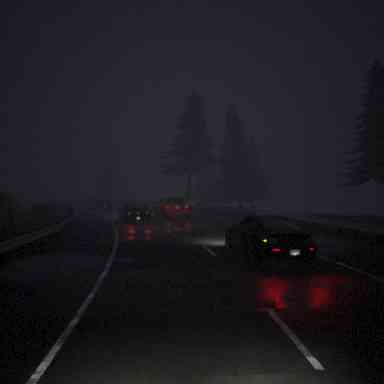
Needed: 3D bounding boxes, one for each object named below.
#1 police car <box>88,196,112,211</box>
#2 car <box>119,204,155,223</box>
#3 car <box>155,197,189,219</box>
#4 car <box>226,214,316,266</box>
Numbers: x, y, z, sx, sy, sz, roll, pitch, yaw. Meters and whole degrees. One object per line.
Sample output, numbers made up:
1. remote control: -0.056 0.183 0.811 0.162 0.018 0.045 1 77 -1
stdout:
1. police car: -11.106 1.299 39.773 1.930 1.638 5.238 0 0 -30
2. car: -4.397 1.513 25.072 1.895 1.301 4.718 0 0 -18
3. car: -1.878 1.244 28.265 2.097 1.767 4.553 0 0 -20
4. car: 2.492 1.472 11.354 1.812 1.442 4.674 0 0 -8
